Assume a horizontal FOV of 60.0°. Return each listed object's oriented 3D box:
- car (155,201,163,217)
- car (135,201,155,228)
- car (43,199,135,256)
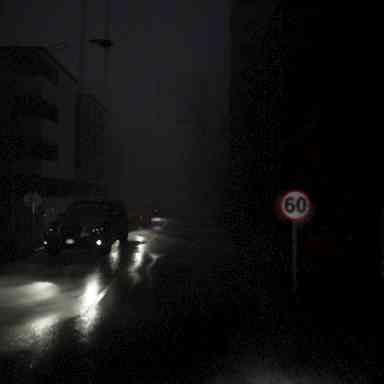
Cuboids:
[{"bbox_3d":[-4.036,1.742,34.055,1.837,1.490,4.892,0,0,0],"label":"car"},{"bbox_3d":[-4.063,1.645,23.931,1.882,1.535,5.008,0,0,0],"label":"car"},{"bbox_3d":[-4.084,1.319,13.915,2.150,2.045,5.566,0,0,0],"label":"car"}]
